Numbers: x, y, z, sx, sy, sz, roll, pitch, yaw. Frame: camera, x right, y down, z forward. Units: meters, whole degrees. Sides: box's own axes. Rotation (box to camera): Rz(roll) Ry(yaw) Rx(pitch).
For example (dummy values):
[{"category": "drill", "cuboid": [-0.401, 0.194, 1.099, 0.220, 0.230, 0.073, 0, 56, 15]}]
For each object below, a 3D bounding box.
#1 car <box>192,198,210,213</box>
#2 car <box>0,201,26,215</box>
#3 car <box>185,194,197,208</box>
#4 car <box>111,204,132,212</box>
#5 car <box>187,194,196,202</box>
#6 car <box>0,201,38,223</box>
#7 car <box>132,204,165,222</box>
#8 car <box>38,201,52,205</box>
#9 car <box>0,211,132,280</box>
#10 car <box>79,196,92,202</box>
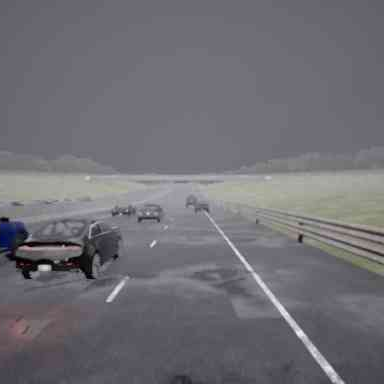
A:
[{"category": "car", "cuboid": [1.205, 1.838, 41.399, 1.837, 1.490, 4.892, 0, -1, 0]}, {"category": "car", "cuboid": [-21.105, 1.826, 38.216, 1.812, 1.442, 4.674, 0, -1, 0]}, {"category": "car", "cuboid": [-0.030, 1.731, 59.549, 2.150, 2.045, 5.566, 0, 0, 0]}, {"category": "car", "cuboid": [-6.917, 1.864, 34.454, 1.895, 1.301, 4.718, 0, -1, 0]}, {"category": "car", "cuboid": [-0.043, 1.474, 85.035, 2.150, 2.045, 5.566, 0, 1, 0]}, {"category": "car", "cuboid": [-6.905, 1.284, 9.576, 2.150, 2.045, 5.566, 0, 0, 0]}, {"category": "car", "cuboid": [-3.413, 1.754, 28.248, 2.033, 1.411, 5.357, 0, -1, 0]}, {"category": "car", "cuboid": [-17.606, 1.810, 38.479, 1.837, 1.490, 4.892, 0, -1, 0]}, {"category": "car", "cuboid": [-3.405, 1.557, 10.105, 2.128, 1.511, 4.902, 0, 0, 0]}, {"category": "car", "cuboid": [-24.538, 1.774, 77.082, 1.837, 1.490, 4.892, 0, 0, 0]}]
